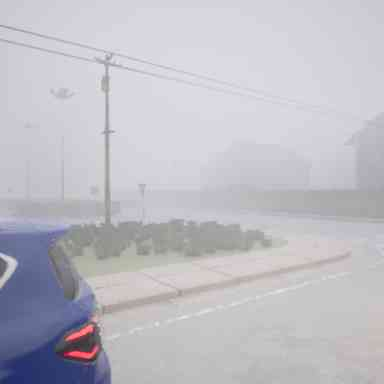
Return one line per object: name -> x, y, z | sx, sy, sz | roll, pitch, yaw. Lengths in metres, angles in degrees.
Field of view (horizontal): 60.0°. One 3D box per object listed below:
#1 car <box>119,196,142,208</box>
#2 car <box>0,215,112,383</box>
car -> -8.761, 1.349, 47.070 | 1.882, 1.535, 5.008 | 0, 0, -36
car -> -3.222, 1.231, 1.638 | 5.566, 2.045, 2.150 | -1, 0, -35
